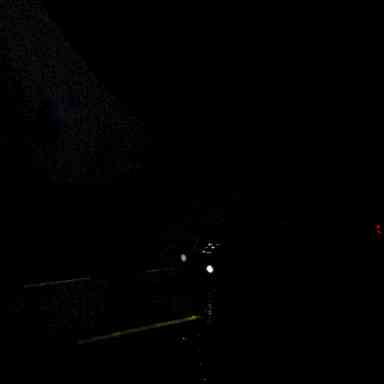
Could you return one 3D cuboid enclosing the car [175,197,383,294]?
[{"bbox_3d":[2.378,1.175,8.746,5.566,2.045,2.150,0,0,-22],"label":"car"}]
